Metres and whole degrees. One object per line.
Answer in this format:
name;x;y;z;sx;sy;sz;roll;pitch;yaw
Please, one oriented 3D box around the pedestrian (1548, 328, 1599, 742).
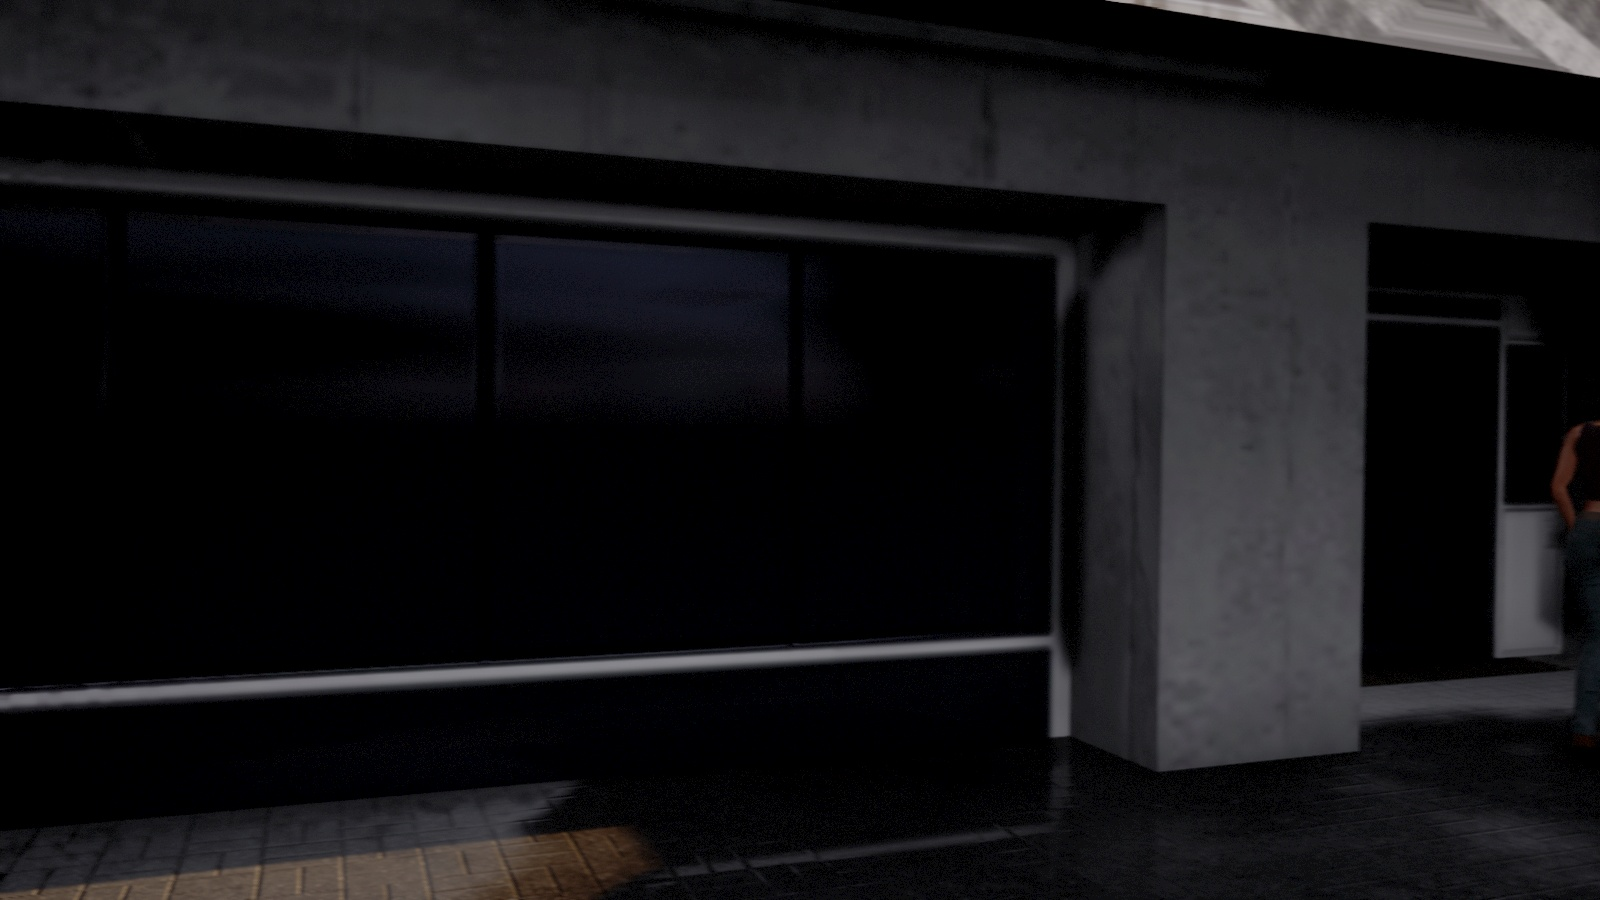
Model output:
pedestrian;3.775;0.374;5.746;0.594;1.836;0.345;-1;1;-28
